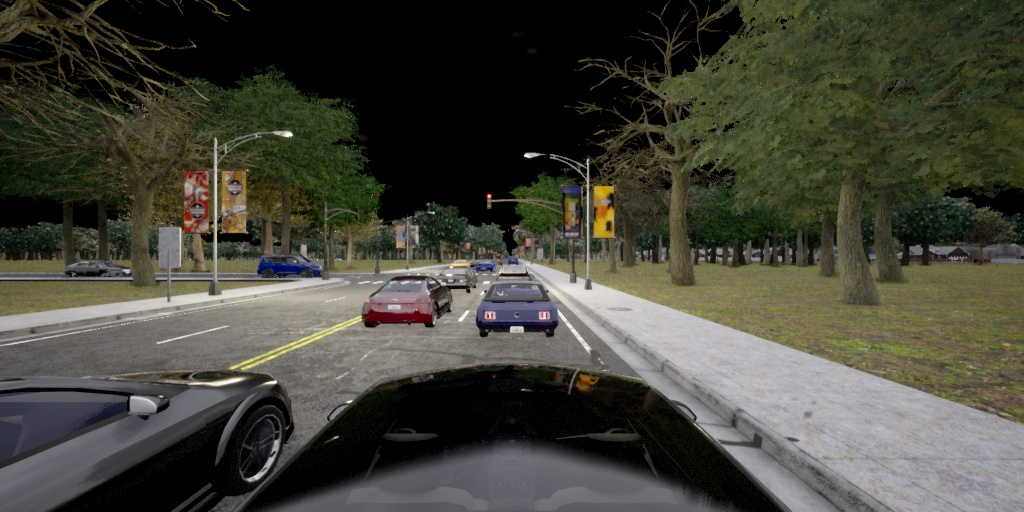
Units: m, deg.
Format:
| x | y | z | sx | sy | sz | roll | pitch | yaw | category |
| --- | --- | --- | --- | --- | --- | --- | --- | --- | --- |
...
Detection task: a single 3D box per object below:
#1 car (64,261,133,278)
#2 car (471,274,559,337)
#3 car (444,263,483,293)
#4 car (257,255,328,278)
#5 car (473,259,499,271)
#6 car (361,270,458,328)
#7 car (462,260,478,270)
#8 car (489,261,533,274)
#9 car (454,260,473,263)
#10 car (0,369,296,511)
| x | y | z | sx | sy | sz | roll | pitch | yaw | category |
| --- | --- | --- | --- | --- | --- | --- | --- | --- | --- |
| -36.295 | 1.208 | 31.601 | 4.902 | 1.511 | 2.128 | 0 | 0 | 0 | car |
| 0.123 | 1.351 | 10.190 | 1.895 | 1.301 | 4.718 | 0 | 0 | 0 | car |
| -3.098 | 1.299 | 20.667 | 2.033 | 1.411 | 5.357 | 0 | 0 | 0 | car |
| -19.266 | 0.958 | 31.563 | 5.566 | 2.045 | 2.150 | 0 | 0 | 0 | car |
| -3.061 | 1.237 | 42.985 | 1.882 | 1.535 | 5.008 | 1 | 0 | 3 | car |
| -3.117 | 1.314 | 11.426 | 1.994 | 1.385 | 4.181 | 0 | 0 | -1 | car |
| -6.432 | 1.369 | 55.670 | 1.895 | 1.301 | 4.718 | 0 | 0 | 0 | car |
| 0.129 | 1.243 | 19.444 | 2.128 | 1.511 | 4.902 | 0 | 0 | 1 | car |
| -6.474 | 1.239 | 45.465 | 1.882 | 1.535 | 5.008 | 0 | 0 | 0 | car |
| -3.152 | 1.314 | 1.862 | 1.994 | 1.385 | 4.181 | 0 | 0 | 0 | car |
